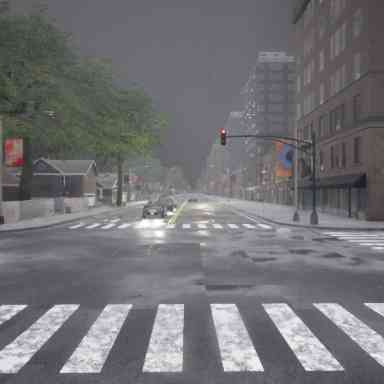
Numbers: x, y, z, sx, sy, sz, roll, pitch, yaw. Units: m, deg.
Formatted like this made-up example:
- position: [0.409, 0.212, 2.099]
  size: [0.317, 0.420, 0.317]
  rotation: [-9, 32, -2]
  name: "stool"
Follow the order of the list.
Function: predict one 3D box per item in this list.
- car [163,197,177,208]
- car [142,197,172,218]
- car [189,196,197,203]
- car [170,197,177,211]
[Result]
- position: [-3.251, 1.554, 49.822]
  size: [1.812, 1.442, 4.674]
  rotation: [0, 0, 0]
  name: "car"
- position: [-3.294, 1.504, 30.130]
  size: [2.128, 1.511, 4.902]
  rotation: [0, 0, 0]
  name: "car"
- position: [0.215, 1.546, 70.259]
  size: [2.128, 1.511, 4.902]
  rotation: [0, 0, 0]
  name: "car"
- position: [-3.275, 1.372, 39.865]
  size: [2.097, 1.767, 4.553]
  rotation: [0, 0, 0]
  name: "car"
